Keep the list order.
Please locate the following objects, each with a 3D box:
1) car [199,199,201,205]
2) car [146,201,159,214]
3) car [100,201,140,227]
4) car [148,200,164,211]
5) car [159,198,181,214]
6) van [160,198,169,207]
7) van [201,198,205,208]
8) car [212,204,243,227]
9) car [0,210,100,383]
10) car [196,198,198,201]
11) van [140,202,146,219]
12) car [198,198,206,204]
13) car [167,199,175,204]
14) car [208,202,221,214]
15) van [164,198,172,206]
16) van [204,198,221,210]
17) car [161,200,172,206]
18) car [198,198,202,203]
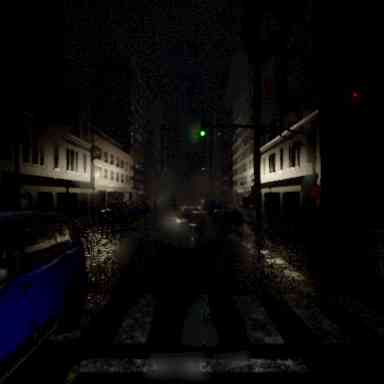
[{"bbox_3d":[2.813,2.359,64.106,1.802,1.307,4.206,0,-1,0],"label":"car"},{"bbox_3d":[-5.698,1.951,42.098,1.967,1.590,4.097,0,-1,0],"label":"car"},{"bbox_3d":[-5.687,1.626,25.597,2.192,1.841,5.009,0,-1,0],"label":"car"},{"bbox_3d":[-5.706,2.085,53.100,1.967,1.590,4.097,0,-1,0],"label":"car"},{"bbox_3d":[-3.030,1.774,43.745,2.150,2.045,5.566,0,0,0],"label":"car"},{"bbox_3d":[-5.717,2.186,69.605,1.690,1.788,3.998,0,-1,0],"label":"van"},{"bbox_3d":[2.820,1.984,53.107,1.690,1.788,3.998,0,-1,0],"label":"van"},{"bbox_3d":[2.839,1.854,25.599,1.887,1.381,4.507,0,-1,0],"label":"car"},{"bbox_3d":[-3.005,1.308,4.018,2.150,2.045,5.566,0,-1,0],"label":"car"},{"bbox_3d":[2.801,2.294,80.612,2.192,1.841,5.009,0,-1,0],"label":"car"},{"bbox_3d":[-5.691,1.719,31.097,1.690,1.788,3.998,0,-1,0],"label":"van"},{"bbox_3d":[2.793,2.555,91.612,1.967,1.590,4.097,0,-1,0],"label":"car"},{"bbox_3d":[-5.732,2.698,91.605,1.802,1.307,4.206,0,-1,0],"label":"car"},{"bbox_3d":[2.835,1.942,31.100,1.947,1.339,4.313,0,-1,0],"label":"car"},{"bbox_3d":[-5.725,2.321,80.606,1.690,1.788,3.998,0,-1,0],"label":"van"},{"bbox_3d":[2.827,1.851,42.105,1.690,1.788,3.998,0,-1,0],"label":"van"},{"bbox_3d":[-5.721,2.463,75.102,2.008,1.369,4.403,0,-1,0],"label":"car"},{"bbox_3d":[2.805,2.493,75.107,1.802,1.307,4.206,0,-1,0],"label":"car"}]
